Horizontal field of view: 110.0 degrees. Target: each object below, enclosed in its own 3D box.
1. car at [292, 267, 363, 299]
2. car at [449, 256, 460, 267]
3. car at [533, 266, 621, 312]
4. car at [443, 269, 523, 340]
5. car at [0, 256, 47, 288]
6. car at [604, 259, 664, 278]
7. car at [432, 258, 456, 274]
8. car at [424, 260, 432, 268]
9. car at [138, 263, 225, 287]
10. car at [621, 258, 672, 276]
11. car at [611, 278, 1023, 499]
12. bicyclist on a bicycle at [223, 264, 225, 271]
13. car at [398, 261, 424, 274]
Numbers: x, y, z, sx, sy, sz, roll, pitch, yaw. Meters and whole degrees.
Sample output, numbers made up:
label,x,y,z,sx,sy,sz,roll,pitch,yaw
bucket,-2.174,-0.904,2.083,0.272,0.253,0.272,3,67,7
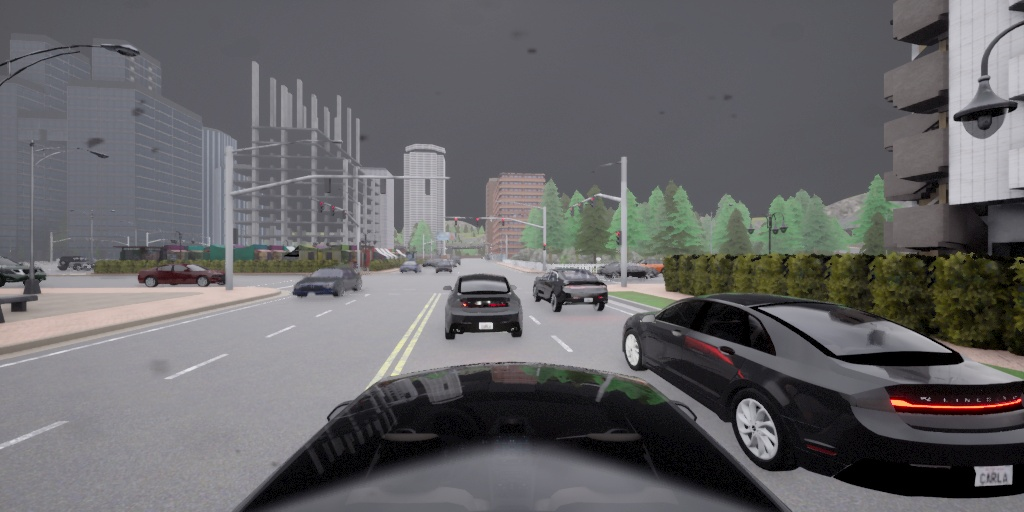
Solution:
label,x,y,z,sx,sy,sz,roll,pitch,yaw
car,-9.248,1.297,18.540,2.033,1.411,5.357,0,0,-8
car,-10.194,1.240,59.652,2.128,1.511,4.902,0,0,-6
car,2.126,1.242,14.230,2.128,1.511,4.902,0,0,-9
car,-0.867,1.255,10.111,1.837,1.490,4.892,0,0,-7
car,-33.291,0.970,22.574,5.566,2.045,2.150,0,0,-5
car,9.679,1.241,29.919,4.902,1.511,2.128,0,0,-4
car,-7.873,1.297,41.472,2.033,1.411,5.357,0,0,-10
car,-13.602,1.350,58.658,1.895,1.301,4.718,0,0,-6
car,-21.424,1.228,23.635,5.008,1.535,1.882,0,0,-5
car,14.019,1.102,37.536,4.553,1.767,2.097,0,0,-5
car,3.109,1.255,4.869,1.837,1.490,4.892,0,0,-4
bicyclist on a bicycle,-29.555,1.011,37.399,0.582,1.620,1.656,0,5,-5
car,-11.634,1.276,41.224,1.812,1.442,4.674,0,0,-6
